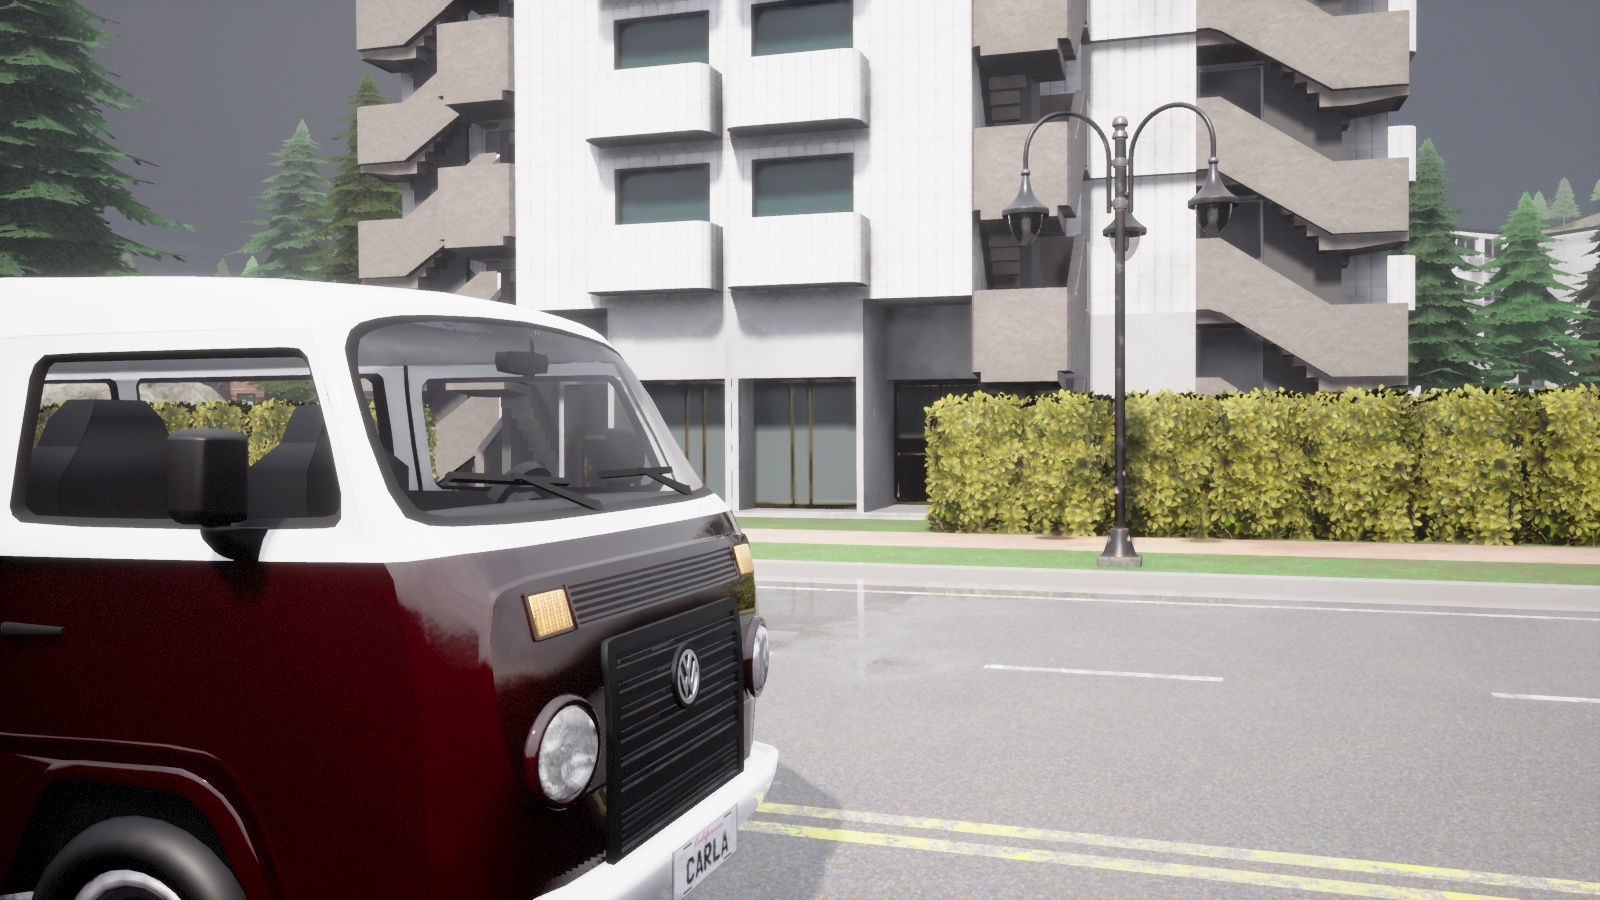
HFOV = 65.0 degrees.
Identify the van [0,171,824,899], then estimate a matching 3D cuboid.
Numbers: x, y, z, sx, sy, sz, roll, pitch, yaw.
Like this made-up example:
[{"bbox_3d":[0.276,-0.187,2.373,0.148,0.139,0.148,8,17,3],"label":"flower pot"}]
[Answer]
[{"bbox_3d":[-2.375,0.477,3.985,4.480,2.038,2.069,1,1,18],"label":"van"}]
